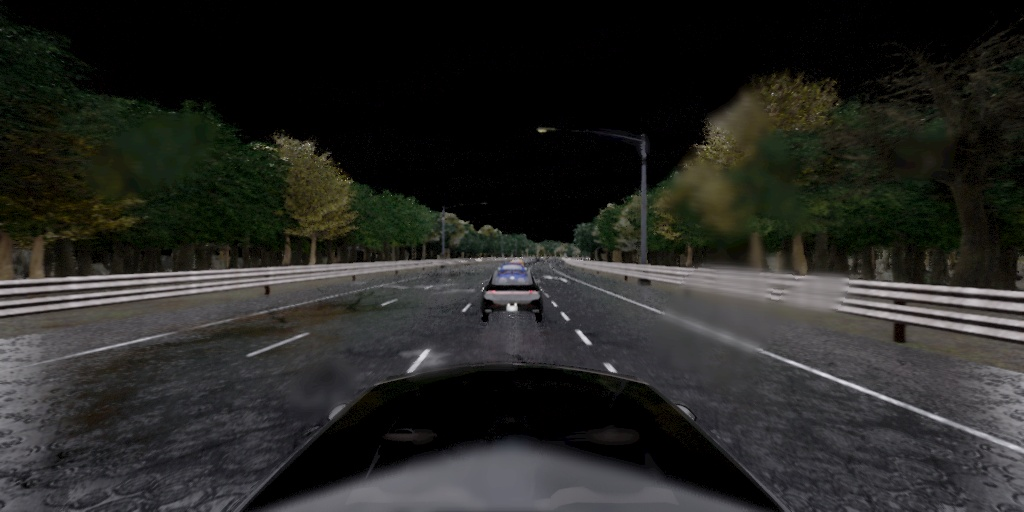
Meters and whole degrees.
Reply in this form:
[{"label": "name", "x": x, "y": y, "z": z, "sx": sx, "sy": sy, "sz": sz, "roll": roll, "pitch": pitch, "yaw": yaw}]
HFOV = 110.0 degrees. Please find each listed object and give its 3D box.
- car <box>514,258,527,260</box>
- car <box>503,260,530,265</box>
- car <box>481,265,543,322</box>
[{"label": "car", "x": 0.827, "y": 1.213, "z": 52.538, "sx": 1.882, "sy": 1.535, "sz": 5.008, "roll": 0, "pitch": 0, "yaw": 3}, {"label": "car", "x": 0.016, "y": 1.228, "z": 25.045, "sx": 1.882, "sy": 1.535, "sz": 5.008, "roll": 0, "pitch": 0, "yaw": 0}, {"label": "car", "x": 0.002, "y": 1.234, "z": 12.317, "sx": 2.128, "sy": 1.511, "sz": 4.902, "roll": 0, "pitch": 0, "yaw": 0}]
